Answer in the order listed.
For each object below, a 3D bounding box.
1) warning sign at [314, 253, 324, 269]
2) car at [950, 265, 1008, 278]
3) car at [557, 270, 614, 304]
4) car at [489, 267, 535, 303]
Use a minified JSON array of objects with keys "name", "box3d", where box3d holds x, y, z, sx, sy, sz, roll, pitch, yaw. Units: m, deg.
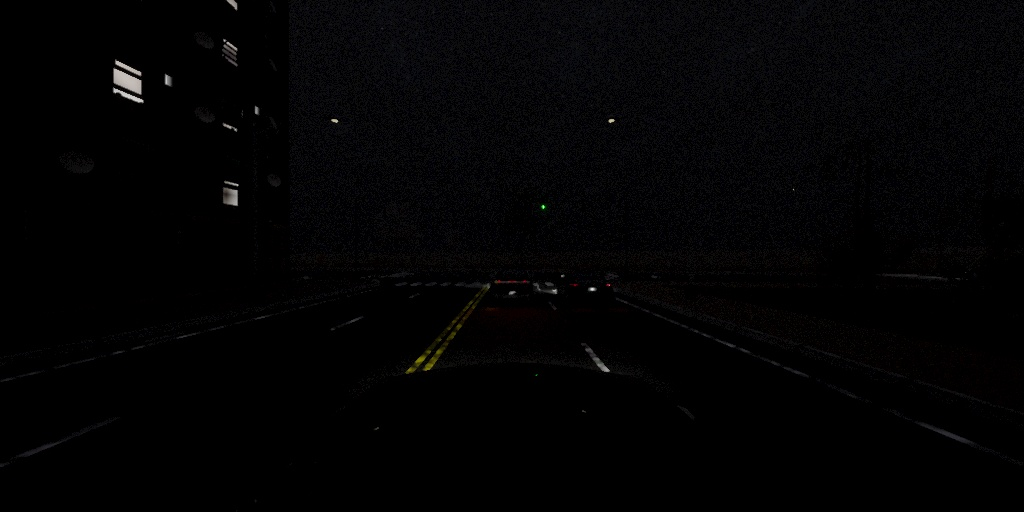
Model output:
[{"name":"warning sign","box3d":[-23.468,0.583,43.935,1.060,1.860,1.300,0,0,1]},{"name":"car","box3d":[50.995,1.726,39.199,4.892,1.490,1.837,1,1,1]},{"name":"car","box3d":[3.250,1.318,16.501,1.994,1.385,4.181,0,0,0]},{"name":"car","box3d":[0.000,1.241,16.500,2.128,1.511,4.902,0,0,0]}]
